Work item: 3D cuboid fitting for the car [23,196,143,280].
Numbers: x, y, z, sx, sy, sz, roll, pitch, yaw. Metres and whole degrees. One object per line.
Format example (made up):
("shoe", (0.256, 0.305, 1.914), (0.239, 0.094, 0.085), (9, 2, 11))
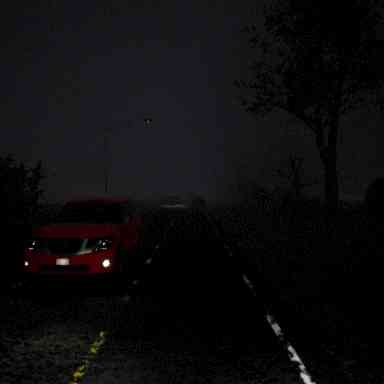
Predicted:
("car", (-2.852, 1.175, 10.106), (2.150, 2.045, 5.566), (0, 0, 0))

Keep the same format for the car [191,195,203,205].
("car", (0.814, 1.309, 53.249), (1.837, 1.490, 4.892), (0, 0, 0))

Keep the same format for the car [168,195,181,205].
("car", (-2.822, 1.280, 53.433), (1.882, 1.535, 5.008), (0, 0, 0))

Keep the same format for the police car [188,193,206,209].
("police car", (0.817, 1.256, 43.359), (1.930, 1.638, 5.238), (0, 0, 0))

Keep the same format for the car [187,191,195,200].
("car", (-0.014, 0.858, 77.015), (2.150, 2.045, 5.566), (0, 0, 0))
